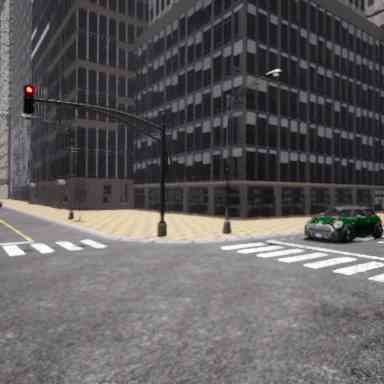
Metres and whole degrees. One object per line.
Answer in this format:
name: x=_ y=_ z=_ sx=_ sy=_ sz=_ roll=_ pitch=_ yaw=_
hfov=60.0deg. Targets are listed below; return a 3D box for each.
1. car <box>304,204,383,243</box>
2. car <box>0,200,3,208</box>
car: x=7.894 y=1.525 z=17.269 sx=4.553 sy=1.767 sz=2.097 roll=1 pitch=0 yaw=-35
car: x=-28.700 y=1.643 z=48.263 sx=1.895 sy=1.301 sz=4.718 roll=1 pitch=0 yaw=-35
